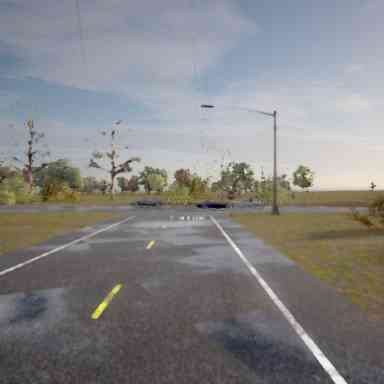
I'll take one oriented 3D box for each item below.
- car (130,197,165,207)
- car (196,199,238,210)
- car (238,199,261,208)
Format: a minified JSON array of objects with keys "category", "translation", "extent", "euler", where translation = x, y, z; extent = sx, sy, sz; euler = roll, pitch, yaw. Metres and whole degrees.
[{"category":"car","translation":[-6.390,1.449,47.895],"extent":[4.902,1.511,2.128],"euler":[0,0,-1]},{"category":"car","translation":[2.829,1.582,41.107],"extent":[4.718,1.301,1.895],"euler":[0,0,-1]},{"category":"car","translation":[7.522,1.612,48.243],"extent":[4.718,1.301,1.895],"euler":[0,0,-2]}]
